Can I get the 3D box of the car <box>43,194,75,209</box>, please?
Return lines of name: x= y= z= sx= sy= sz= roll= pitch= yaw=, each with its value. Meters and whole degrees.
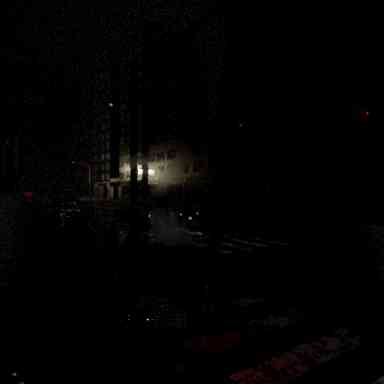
car: x=-14.747 y=1.151 z=36.655 sx=1.994 sy=1.385 sz=4.181 roll=0 pitch=0 yaw=-35

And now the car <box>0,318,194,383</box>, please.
car: x=-2.238 y=1.610 z=1.662 sx=4.718 sy=1.301 sz=1.895 roll=-1 pitch=0 yaw=-35

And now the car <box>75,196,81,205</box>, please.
car: x=-16.604 y=1.073 z=45.017 sx=2.033 sy=1.411 sz=5.357 roll=0 pitch=0 yaw=-35

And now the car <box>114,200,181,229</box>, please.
car: x=-2.857 y=1.348 z=19.707 sx=1.895 sy=1.301 sz=4.718 roll=0 pitch=0 yaw=-35

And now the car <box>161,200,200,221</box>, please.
car: x=-1.625 y=1.279 z=23.607 sx=2.033 sy=1.411 sz=5.357 roll=0 pitch=0 yaw=-35
